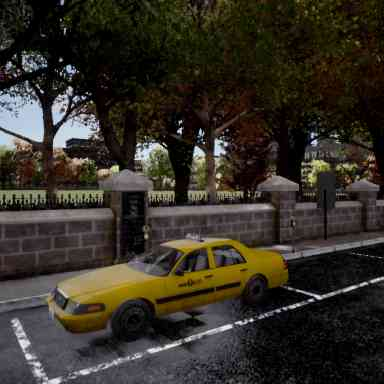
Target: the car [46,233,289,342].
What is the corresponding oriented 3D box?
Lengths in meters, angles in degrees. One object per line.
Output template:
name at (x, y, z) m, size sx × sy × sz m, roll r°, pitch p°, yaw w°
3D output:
car at (-0.171, 1.525, 6.448) m, size 4.829 × 1.417 × 1.752 m, roll 0°, pitch 0°, yaw -36°
